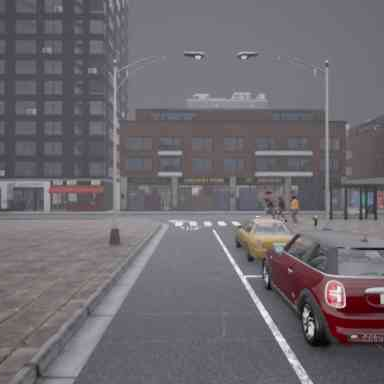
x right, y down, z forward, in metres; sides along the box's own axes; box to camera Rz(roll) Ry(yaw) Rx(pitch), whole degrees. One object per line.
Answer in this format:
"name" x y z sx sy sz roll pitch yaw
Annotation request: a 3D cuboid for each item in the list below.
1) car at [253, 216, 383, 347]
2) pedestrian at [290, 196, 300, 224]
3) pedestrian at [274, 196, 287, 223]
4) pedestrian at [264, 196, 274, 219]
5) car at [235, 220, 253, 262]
"car" 2.609 1.437 6.328 1.967 1.590 4.097 0 0 0
"pedestrian" 6.742 1.136 21.683 0.375 1.860 0.375 0 0 0
"pedestrian" 5.949 1.130 22.340 0.375 1.860 0.375 0 0 0
"pedestrian" 5.304 1.127 22.875 0.375 1.860 0.375 0 0 0
"car" 2.576 1.520 11.935 1.752 1.417 4.829 0 0 0
